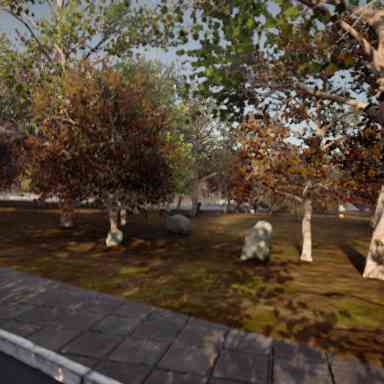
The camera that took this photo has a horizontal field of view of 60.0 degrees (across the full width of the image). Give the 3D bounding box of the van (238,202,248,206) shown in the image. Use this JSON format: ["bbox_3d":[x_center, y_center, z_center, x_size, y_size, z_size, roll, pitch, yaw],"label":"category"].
[{"bbox_3d":[12.666,2.935,92.961,1.878,1.987,4.442,5,1,45],"label":"van"}]

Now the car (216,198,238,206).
[{"bbox_3d":[8.844,2.659,89.075,2.435,2.045,5.566,5,1,45],"label":"car"}]
